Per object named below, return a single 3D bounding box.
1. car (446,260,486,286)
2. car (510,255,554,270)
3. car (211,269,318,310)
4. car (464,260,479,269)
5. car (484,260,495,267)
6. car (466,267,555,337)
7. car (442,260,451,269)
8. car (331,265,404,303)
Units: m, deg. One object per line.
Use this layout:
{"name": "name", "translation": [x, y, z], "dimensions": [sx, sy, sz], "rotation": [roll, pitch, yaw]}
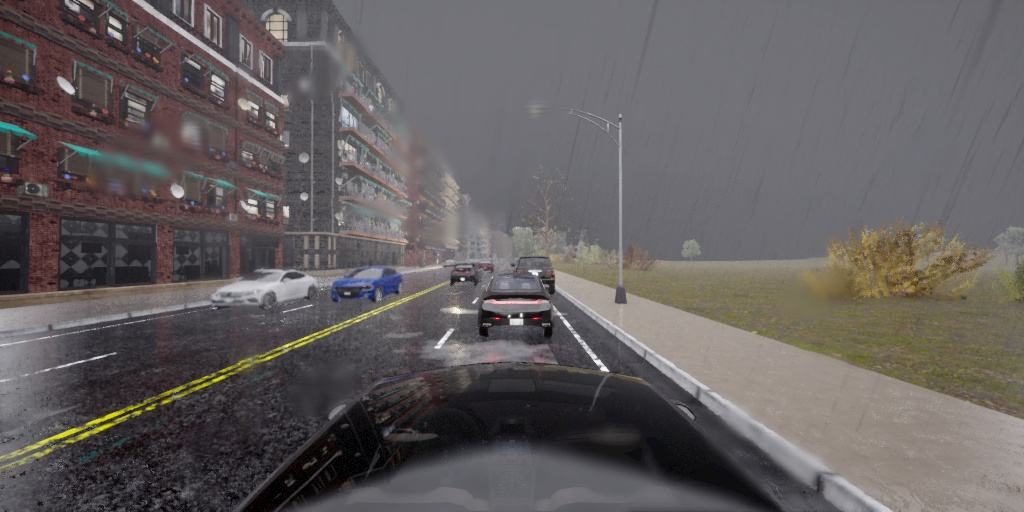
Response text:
{"name": "car", "translation": [-3.165, 1.254, 25.374], "dimensions": [1.837, 1.490, 4.892], "rotation": [0, -1, 0]}
{"name": "car", "translation": [1.126, 0.977, 20.208], "dimensions": [2.150, 2.045, 5.566], "rotation": [0, 0, 0]}
{"name": "car", "translation": [-9.845, 1.277, 14.795], "dimensions": [1.812, 1.442, 4.674], "rotation": [0, 0, 0]}
{"name": "car", "translation": [-6.622, 1.349, 59.045], "dimensions": [1.895, 1.301, 4.718], "rotation": [0, 0, 0]}
{"name": "car", "translation": [-3.177, 1.228, 44.030], "dimensions": [1.882, 1.535, 5.008], "rotation": [0, -1, 0]}
{"name": "car", "translation": [0.095, 1.243, 10.338], "dimensions": [2.128, 1.511, 4.902], "rotation": [0, 0, 0]}
{"name": "car", "translation": [-9.874, 1.297, 57.862], "dimensions": [2.033, 1.411, 5.357], "rotation": [0, 0, 0]}
{"name": "car", "translation": [-6.609, 1.229, 16.889], "dimensions": [1.882, 1.535, 5.008], "rotation": [0, 0, 0]}
